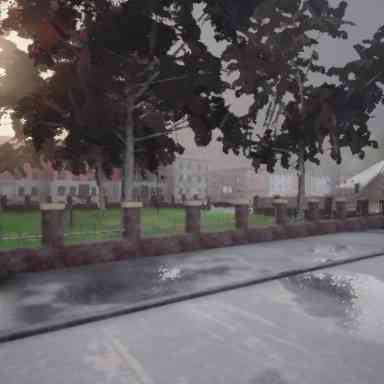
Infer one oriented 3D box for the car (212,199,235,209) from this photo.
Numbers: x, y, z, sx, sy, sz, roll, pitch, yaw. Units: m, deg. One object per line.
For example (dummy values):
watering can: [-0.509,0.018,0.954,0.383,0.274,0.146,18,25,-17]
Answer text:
car: [4.881,1.596,44.985,1.895,1.301,4.718,0,0,-35]
